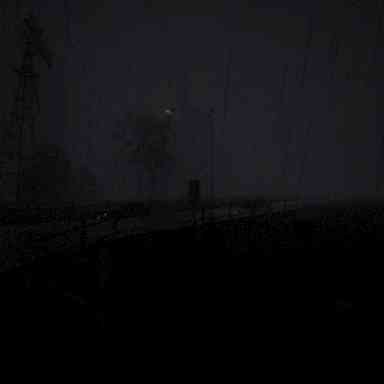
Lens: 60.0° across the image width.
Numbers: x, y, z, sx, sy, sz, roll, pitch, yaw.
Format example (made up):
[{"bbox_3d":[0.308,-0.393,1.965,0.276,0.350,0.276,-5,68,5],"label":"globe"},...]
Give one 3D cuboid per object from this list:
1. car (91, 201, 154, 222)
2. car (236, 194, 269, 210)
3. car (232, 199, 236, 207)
[{"bbox_3d":[-5.307,1.459,26.391,2.033,1.411,5.357,1,1,35],"label":"car"},{"bbox_3d":[7.338,1.195,37.989,1.882,1.535,5.008,1,1,35],"label":"car"},{"bbox_3d":[7.053,1.107,43.785,1.882,1.535,5.008,1,1,36],"label":"car"}]
